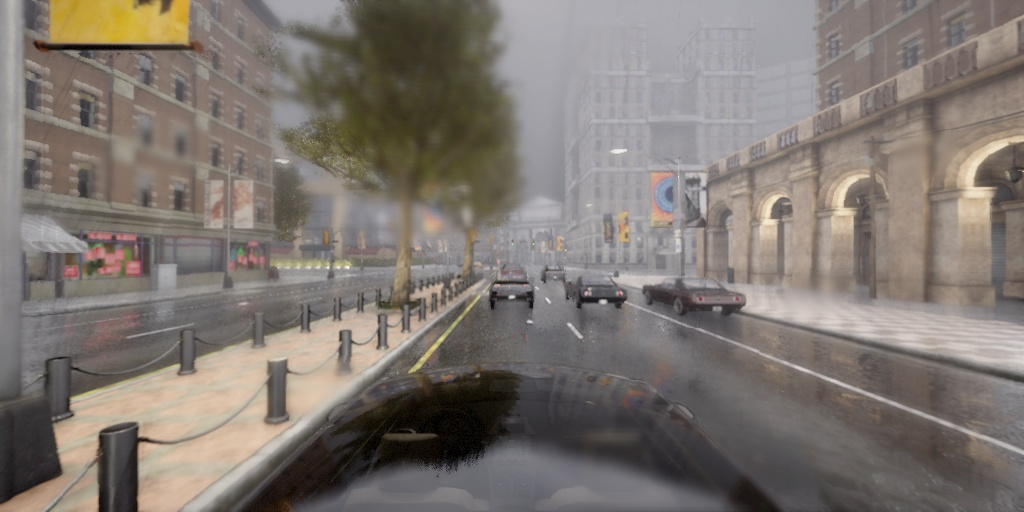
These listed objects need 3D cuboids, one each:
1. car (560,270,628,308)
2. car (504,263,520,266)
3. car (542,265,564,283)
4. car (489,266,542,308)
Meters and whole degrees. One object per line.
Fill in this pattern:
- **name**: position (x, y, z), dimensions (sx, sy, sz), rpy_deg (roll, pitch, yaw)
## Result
- **car**: position (3.499, 1.488, 15.943), dimensions (1.895, 1.301, 4.718), rpy_deg (0, -1, 0)
- **car**: position (-0.005, 1.383, 30.916), dimensions (2.097, 1.767, 4.553), rpy_deg (0, -1, 0)
- **car**: position (3.524, 1.527, 31.125), dimensions (2.128, 1.511, 4.902), rpy_deg (0, 0, 1)
- **car**: position (0.001, 1.382, 16.133), dimensions (2.128, 1.511, 4.902), rpy_deg (0, 0, 0)
